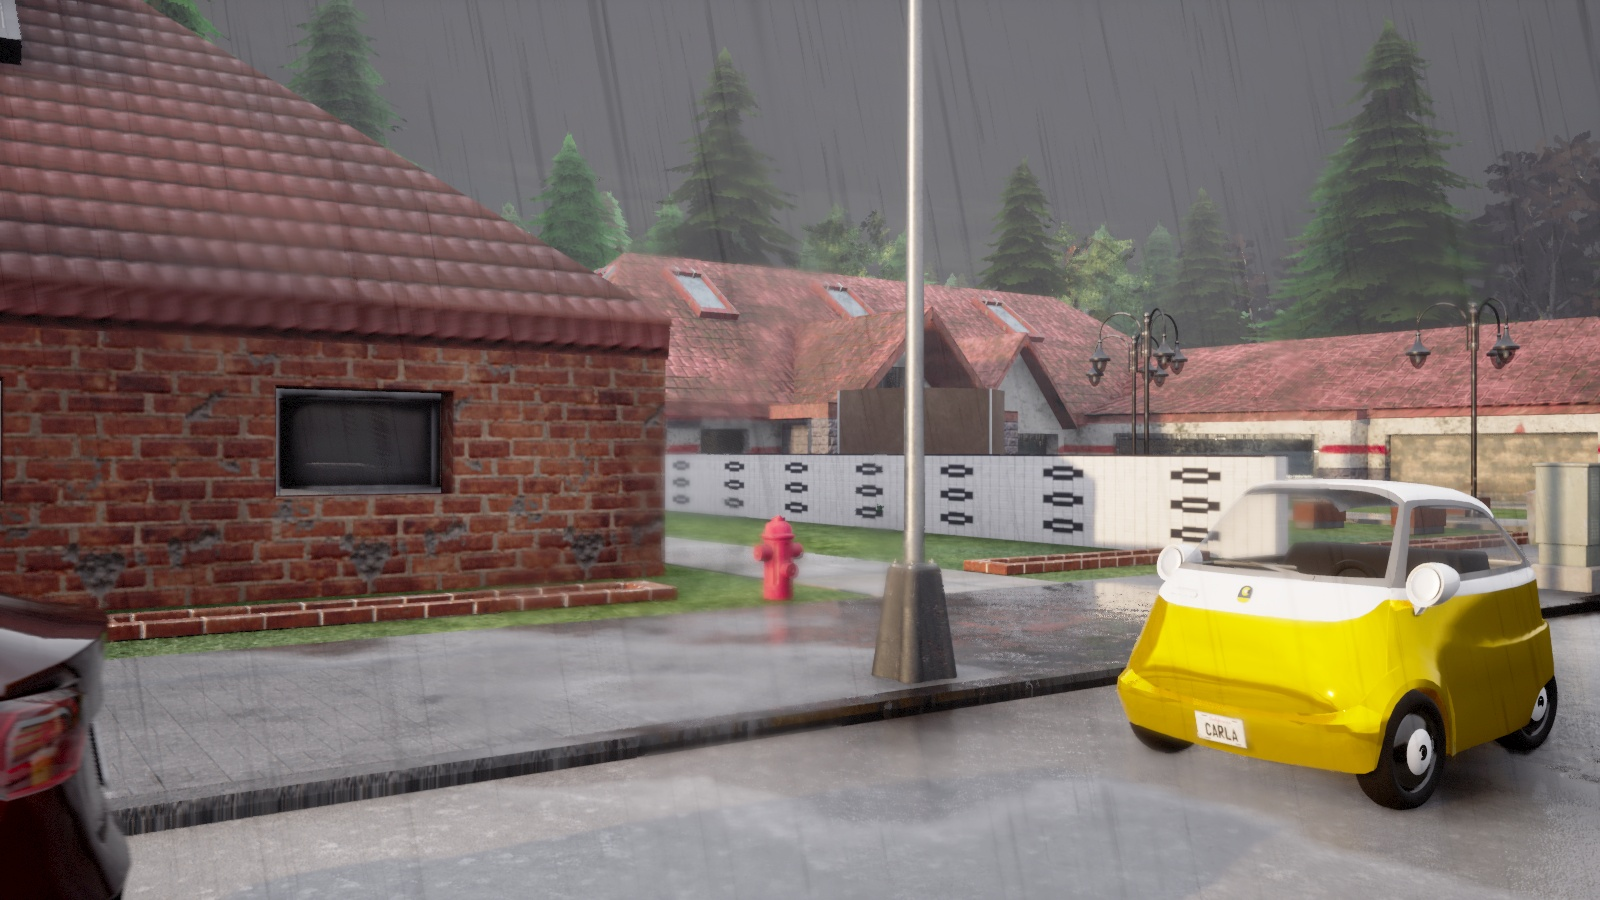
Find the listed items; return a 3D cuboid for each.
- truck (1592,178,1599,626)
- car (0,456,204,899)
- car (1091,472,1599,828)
[{"bbox_3d":[11.095,-0.414,11.998,8.468,3.827,2.891,0,0,-35],"label":"truck"},{"bbox_3d":[-3.639,0.757,1.737,4.792,1.488,2.163,0,0,-35],"label":"car"},{"bbox_3d":[2.760,0.809,6.189,2.207,1.376,1.481,0,0,-35],"label":"car"}]
